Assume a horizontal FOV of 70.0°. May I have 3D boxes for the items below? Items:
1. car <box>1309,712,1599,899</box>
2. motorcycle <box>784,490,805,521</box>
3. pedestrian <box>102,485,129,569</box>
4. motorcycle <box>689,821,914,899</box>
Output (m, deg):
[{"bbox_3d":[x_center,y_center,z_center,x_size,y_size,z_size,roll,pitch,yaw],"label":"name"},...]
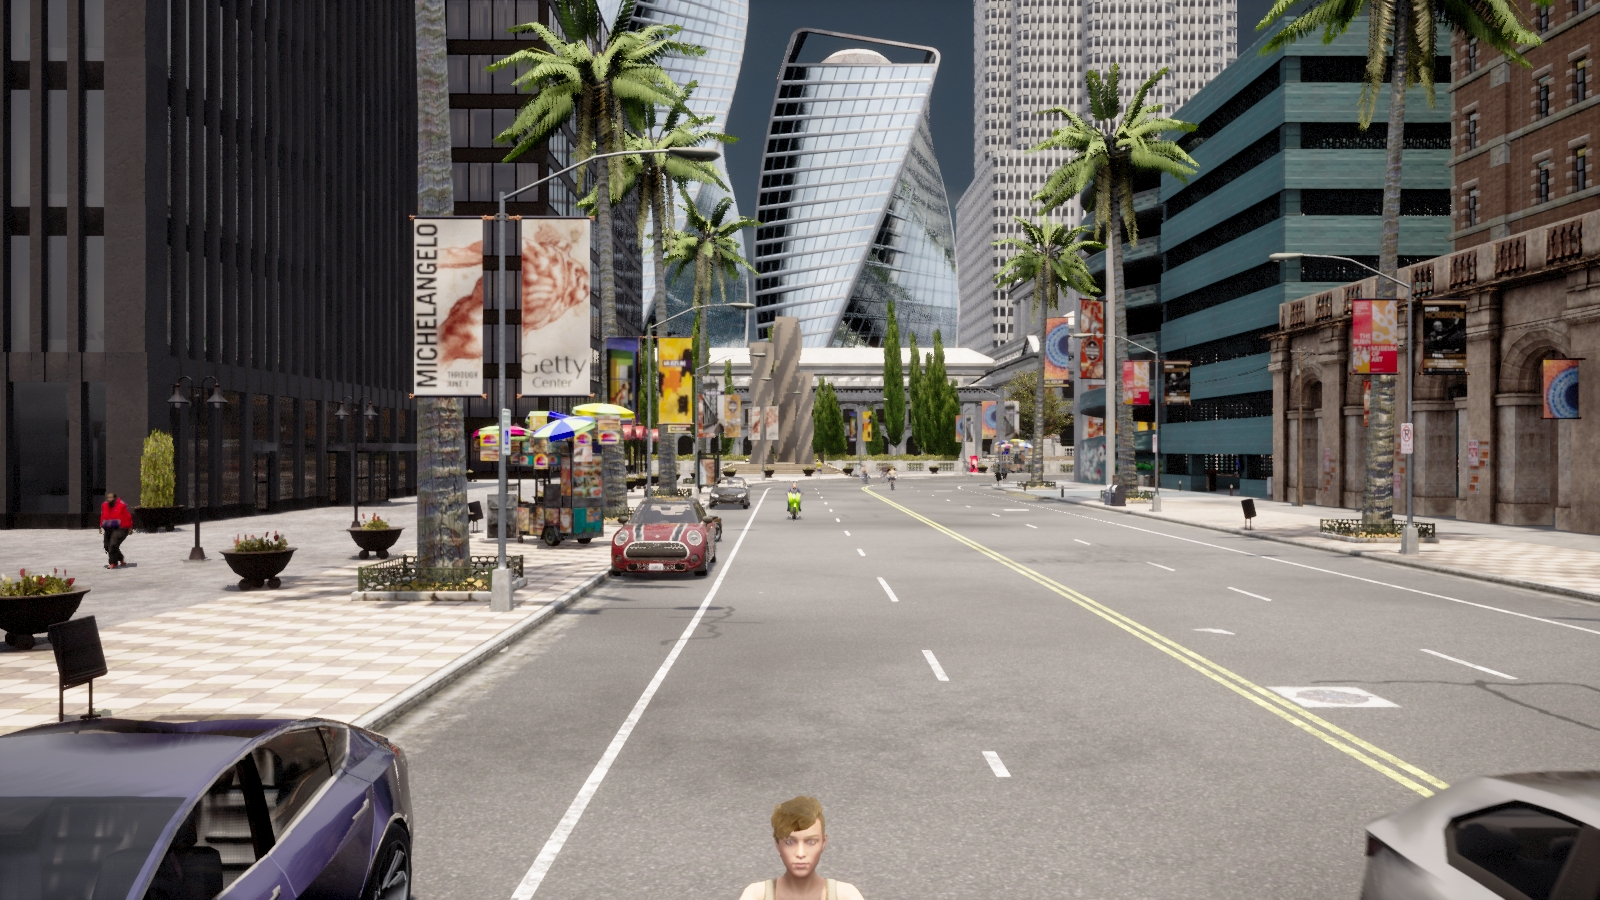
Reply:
[{"bbox_3d":[3.501,2.068,3.722,1.816,1.474,4.193,0,0,0],"label":"car"},{"bbox_3d":[-0.224,2.231,46.088,0.803,1.145,2.033,0,0,-1],"label":"motorcycle"},{"bbox_3d":[-15.401,1.724,25.698,0.375,1.860,0.375,0,0,4],"label":"pedestrian"},{"bbox_3d":[0.005,2.172,3.546,0.764,1.277,2.356,0,0,0],"label":"motorcycle"}]
